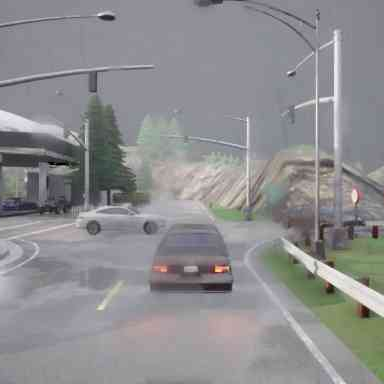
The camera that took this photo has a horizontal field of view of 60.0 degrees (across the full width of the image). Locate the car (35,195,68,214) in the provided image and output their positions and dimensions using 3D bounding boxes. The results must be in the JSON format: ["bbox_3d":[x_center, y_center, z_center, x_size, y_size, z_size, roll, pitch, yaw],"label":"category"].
[{"bbox_3d":[-14.600,1.313,35.292,1.905,1.878,3.866,0,0,-1],"label":"car"}]

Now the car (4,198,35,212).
[{"bbox_3d":[-20.315,1.480,39.558,2.242,1.667,4.611,0,0,-1],"label":"car"}]

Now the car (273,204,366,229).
[{"bbox_3d":[6.467,1.359,17.620,2.033,1.411,5.357,0,0,-21],"label":"car"}]

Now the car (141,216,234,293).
[{"bbox_3d":[0.032,1.547,8.978,2.033,1.411,5.357,0,0,1],"label":"car"}]

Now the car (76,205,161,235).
[{"bbox_3d":[-3.647,1.415,17.461,4.674,1.442,1.812,0,0,-1],"label":"car"}]
